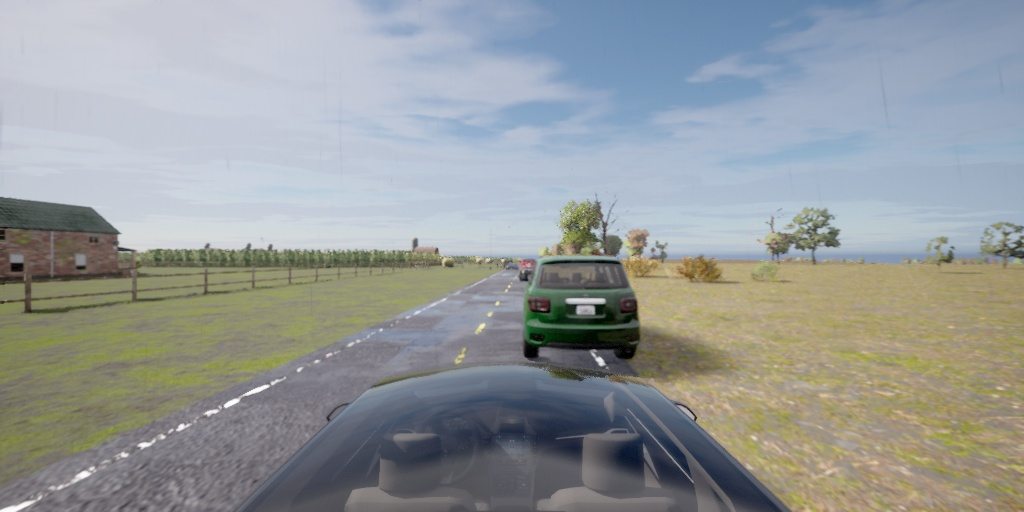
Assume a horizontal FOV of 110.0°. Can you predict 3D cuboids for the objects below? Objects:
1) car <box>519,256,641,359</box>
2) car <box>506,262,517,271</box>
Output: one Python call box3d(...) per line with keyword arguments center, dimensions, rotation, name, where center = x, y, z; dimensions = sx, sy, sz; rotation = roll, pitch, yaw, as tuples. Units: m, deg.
box3d(center=(1.365, 1.023, 8.704), dimensions=(2.150, 2.045, 5.566), rotation=(0, 0, 3), name="car")
box3d(center=(0.008, 1.769, 60.222), dimensions=(1.994, 1.385, 4.181), rotation=(0, 0, 3), name="car")
